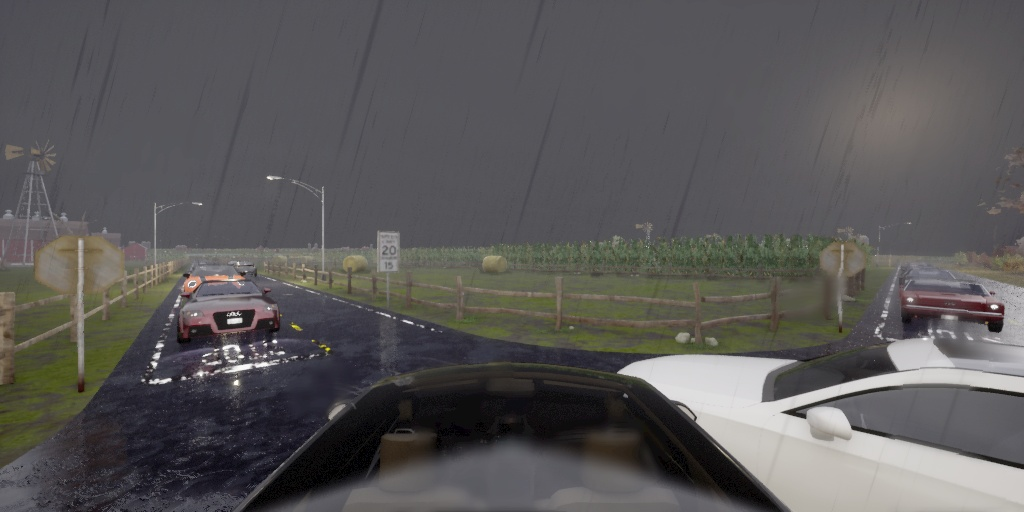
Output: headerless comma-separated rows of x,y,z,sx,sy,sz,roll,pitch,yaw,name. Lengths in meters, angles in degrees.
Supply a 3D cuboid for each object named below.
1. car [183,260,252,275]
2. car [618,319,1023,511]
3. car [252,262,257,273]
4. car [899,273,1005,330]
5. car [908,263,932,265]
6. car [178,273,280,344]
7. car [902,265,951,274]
-13.611,1.133,16.462,2.097,1.767,4.553,0,0,-41,car
2.851,1.293,2.283,1.812,1.442,4.674,0,1,-44,car
-26.750,1.267,35.778,2.128,1.511,4.902,0,0,-41,car
13.590,1.390,11.275,4.718,1.301,1.895,0,1,-43,car
27.506,1.383,24.002,4.181,1.385,1.994,0,1,-42,car
-7.878,1.351,9.941,1.994,1.385,4.181,0,0,-42,car
20.710,1.350,17.791,5.357,1.411,2.033,0,1,-42,car
